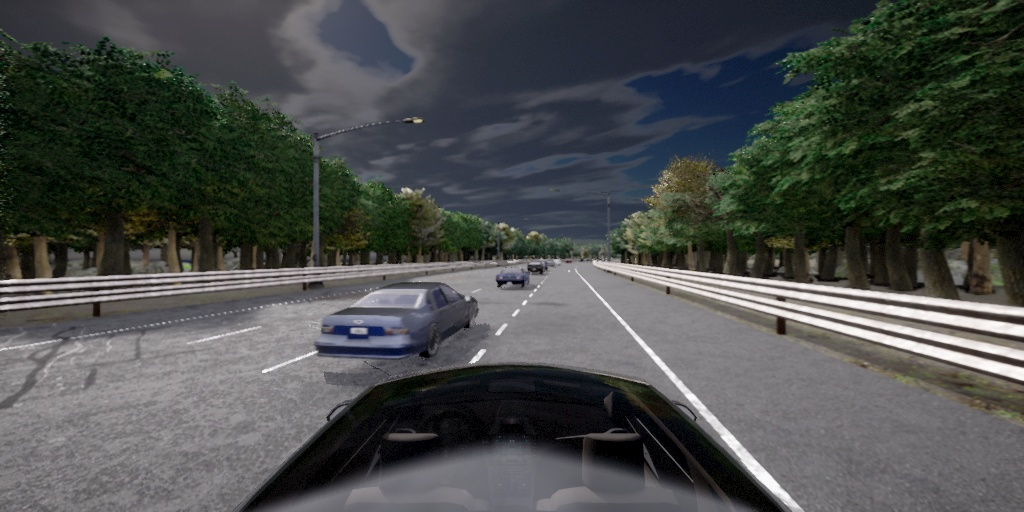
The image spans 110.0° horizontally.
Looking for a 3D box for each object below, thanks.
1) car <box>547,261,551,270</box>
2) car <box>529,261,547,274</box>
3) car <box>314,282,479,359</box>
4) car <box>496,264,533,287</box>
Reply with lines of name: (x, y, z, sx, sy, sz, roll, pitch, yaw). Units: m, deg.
car: (4.528, 1.531, 55.046, 1.812, 1.442, 4.674, 0, 0, 9)
car: (2.962, 1.429, 44.772, 1.882, 1.535, 5.008, 0, 0, 8)
car: (-2.253, 1.338, 8.606, 2.033, 1.411, 5.357, 0, 0, 8)
car: (0.176, 1.466, 25.463, 1.895, 1.301, 4.718, 0, 0, 8)
